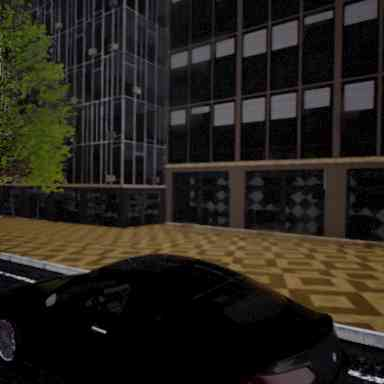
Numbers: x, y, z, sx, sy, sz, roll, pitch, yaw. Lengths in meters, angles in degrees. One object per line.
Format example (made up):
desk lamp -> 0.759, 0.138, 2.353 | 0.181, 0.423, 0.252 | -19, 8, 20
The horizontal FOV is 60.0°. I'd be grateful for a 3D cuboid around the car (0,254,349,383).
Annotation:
car -> -0.631, 1.533, 4.136 | 4.674, 1.442, 1.812 | 0, 0, 36
